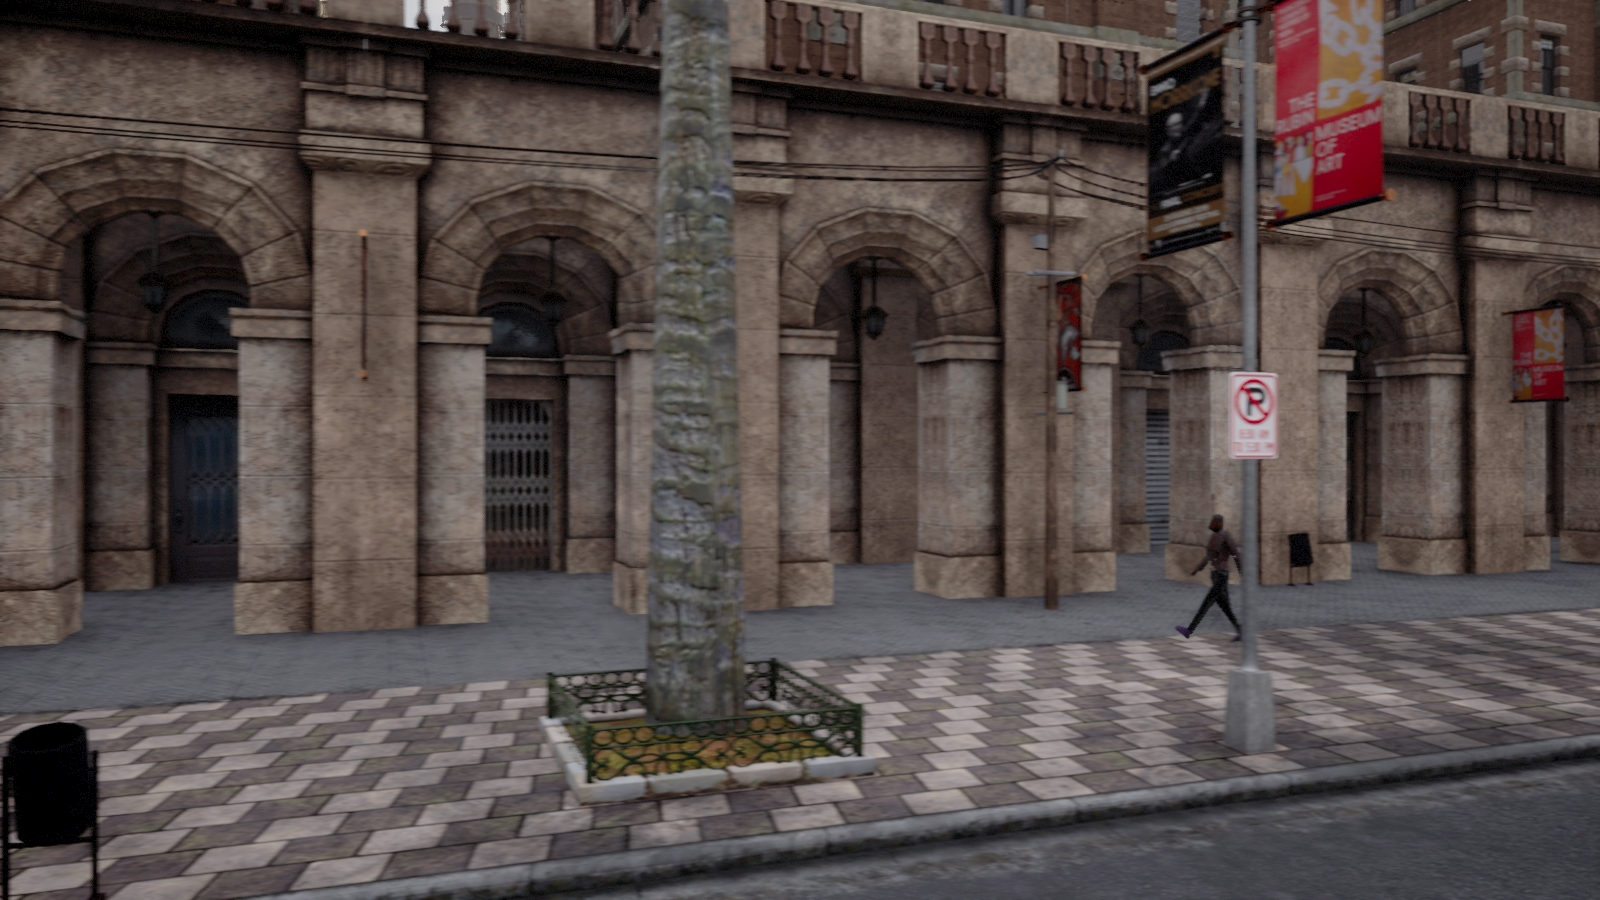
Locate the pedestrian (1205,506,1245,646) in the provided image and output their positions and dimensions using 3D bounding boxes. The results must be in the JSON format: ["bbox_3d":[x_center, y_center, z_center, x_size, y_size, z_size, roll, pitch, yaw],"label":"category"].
[{"bbox_3d":[5.771,1.696,15.522,0.375,1.860,0.375,0,0,-9],"label":"pedestrian"}]

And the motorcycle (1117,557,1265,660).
[{"bbox_3d":[5.444,2.182,15.921,1.805,1.236,0.856,0,0,-20],"label":"motorcycle"}]

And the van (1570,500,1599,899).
[{"bbox_3d":[7.017,1.534,5.852,5.915,2.561,1.988,0,0,-20],"label":"van"}]
